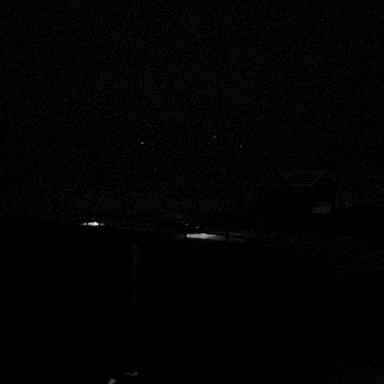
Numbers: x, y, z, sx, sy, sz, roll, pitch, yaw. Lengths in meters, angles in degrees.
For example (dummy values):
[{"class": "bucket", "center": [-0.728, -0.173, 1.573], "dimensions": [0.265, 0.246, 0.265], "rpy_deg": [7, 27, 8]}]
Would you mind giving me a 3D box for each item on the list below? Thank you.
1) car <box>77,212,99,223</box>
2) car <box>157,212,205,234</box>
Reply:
[{"class": "car", "center": [-13.283, 3.200, 42.479], "dimensions": [1.994, 1.385, 4.181], "rpy_deg": [0, -2, -35]}, {"class": "car", "center": [-0.961, 2.293, 25.224], "dimensions": [1.812, 1.442, 4.674], "rpy_deg": [0, -2, -36]}]
